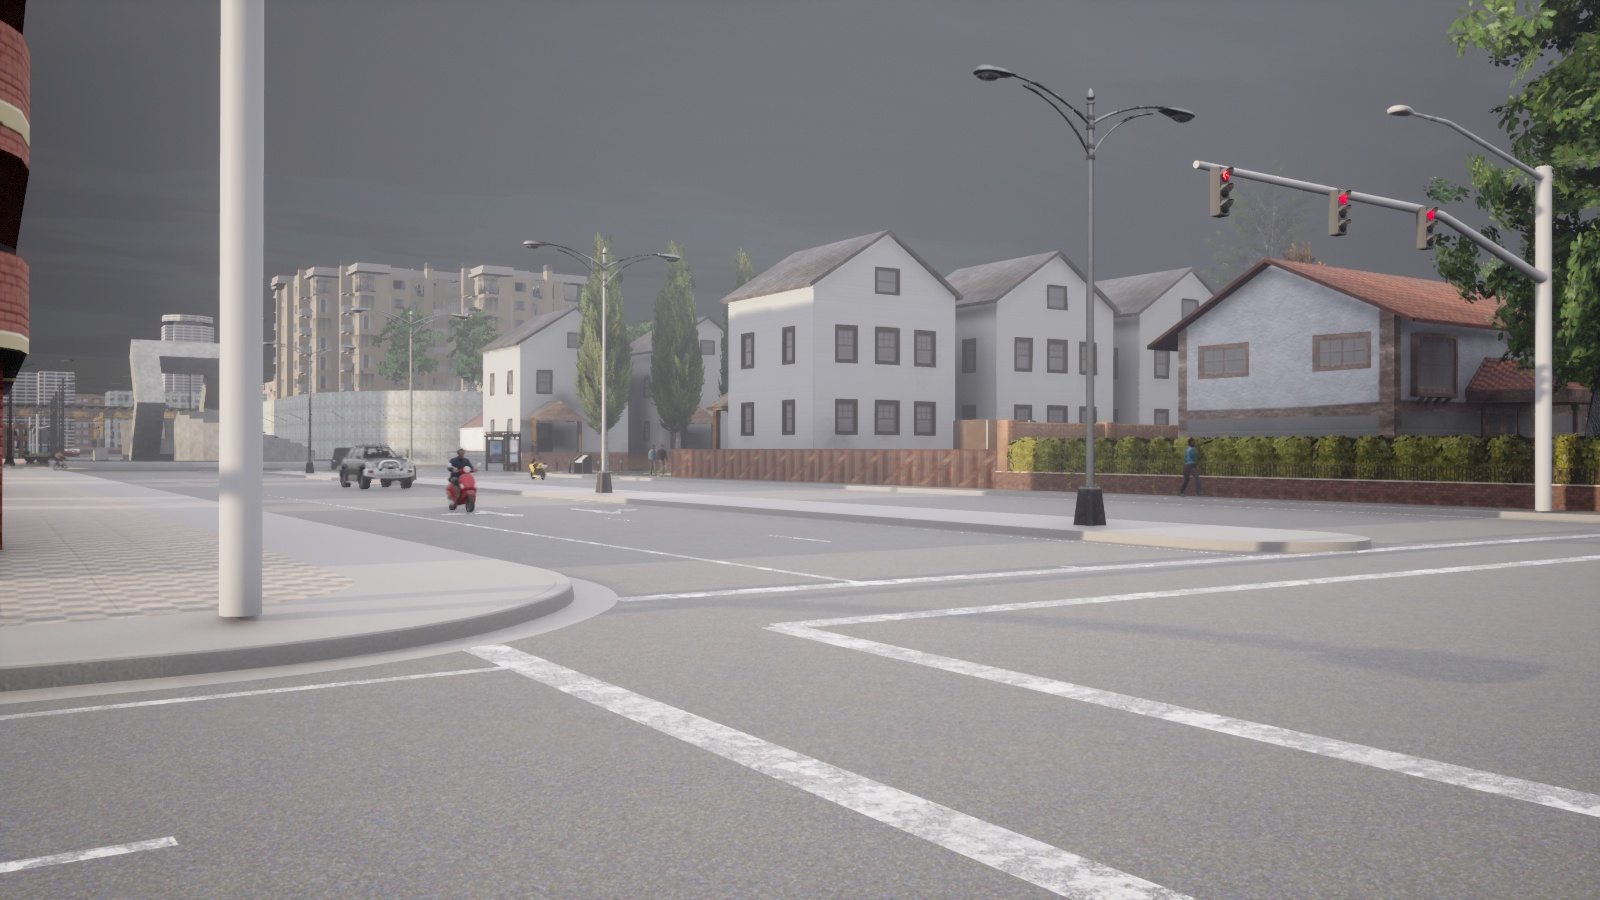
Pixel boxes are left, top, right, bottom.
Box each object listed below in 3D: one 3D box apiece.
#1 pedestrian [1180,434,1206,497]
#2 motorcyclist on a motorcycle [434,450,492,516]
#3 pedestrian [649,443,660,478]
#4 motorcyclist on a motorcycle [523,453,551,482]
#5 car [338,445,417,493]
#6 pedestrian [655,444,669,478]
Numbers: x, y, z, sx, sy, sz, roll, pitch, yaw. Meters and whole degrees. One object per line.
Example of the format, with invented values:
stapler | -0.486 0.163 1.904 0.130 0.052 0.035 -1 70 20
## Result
pedestrian | 12.040 0.468 38.479 0.396 1.930 0.692 0 0 -32
motorcyclist on a motorcycle | -8.425 0.793 31.333 0.866 1.590 1.817 0 0 -33
pedestrian | -8.088 0.585 69.629 0.396 1.930 0.692 0 0 -28
motorcyclist on a motorcycle | -14.040 0.921 67.038 0.797 1.523 2.044 0 0 -33
car | -17.187 0.723 50.941 1.932 1.855 4.605 0 0 -33
pedestrian | -7.552 0.584 68.571 0.431 1.840 0.703 0 0 -38
